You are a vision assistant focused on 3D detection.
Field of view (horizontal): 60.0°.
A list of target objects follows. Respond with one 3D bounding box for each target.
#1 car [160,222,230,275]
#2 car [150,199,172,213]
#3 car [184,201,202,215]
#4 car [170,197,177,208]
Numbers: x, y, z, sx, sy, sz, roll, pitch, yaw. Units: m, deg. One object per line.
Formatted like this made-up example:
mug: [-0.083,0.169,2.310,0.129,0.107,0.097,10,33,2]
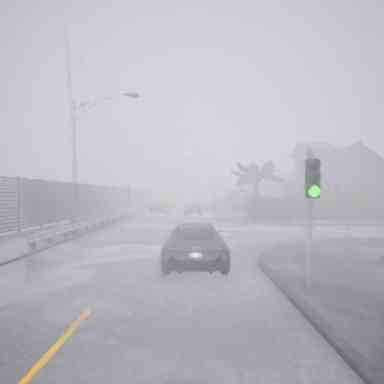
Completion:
car: [0.095,1.654,10.795,1.994,1.385,4.181,0,0,0]
car: [-4.090,1.893,41.846,2.033,1.411,5.357,0,0,0]
car: [0.100,1.802,37.499,2.128,1.511,4.902,0,0,0]
car: [-4.056,1.951,57.264,1.882,1.535,5.008,0,0,1]
